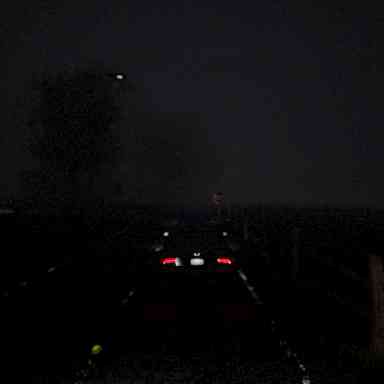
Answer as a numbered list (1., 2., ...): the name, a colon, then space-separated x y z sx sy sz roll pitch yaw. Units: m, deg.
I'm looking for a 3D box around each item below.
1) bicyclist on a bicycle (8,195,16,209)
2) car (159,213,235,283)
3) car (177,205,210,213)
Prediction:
1. bicyclist on a bicycle: -21.969 1.248 40.545 0.582 1.620 1.656 1 0 2
2. car: 0.109 1.577 9.778 2.033 1.411 5.357 0 0 0
3. car: 0.102 1.541 20.938 1.882 1.535 5.008 0 0 0
